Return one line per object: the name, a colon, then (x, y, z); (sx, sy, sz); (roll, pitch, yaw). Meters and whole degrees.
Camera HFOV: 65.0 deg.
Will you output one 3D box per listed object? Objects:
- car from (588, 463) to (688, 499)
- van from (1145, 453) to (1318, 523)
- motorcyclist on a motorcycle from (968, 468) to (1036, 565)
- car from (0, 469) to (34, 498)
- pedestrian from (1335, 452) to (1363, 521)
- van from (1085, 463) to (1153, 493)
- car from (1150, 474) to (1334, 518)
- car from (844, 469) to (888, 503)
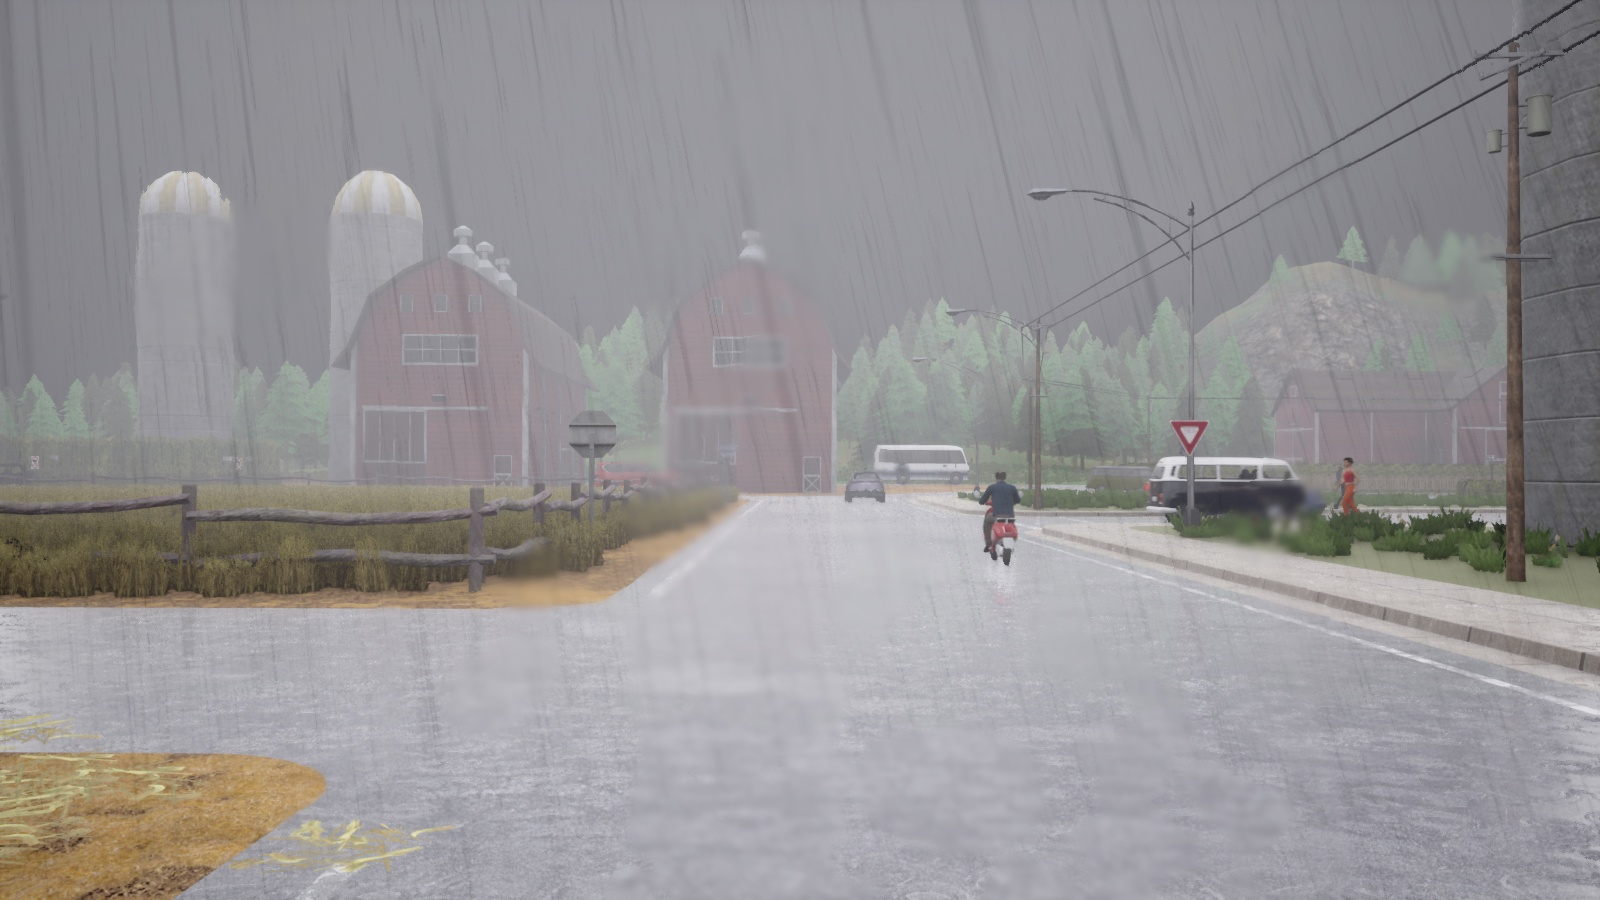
car: (-9.502, 1.809, 73.865); (5.566, 2.045, 2.150); (0, -1, 0)
van: (12.937, 1.121, 37.872); (4.480, 2.038, 2.069); (0, -1, 0)
motorcyclist on a motorcycle: (3.441, 1.115, 21.539); (0.866, 1.590, 1.817); (0, -1, 0)
car: (-52.550, 2.197, 82.198); (3.866, 1.878, 1.905); (0, -1, -23)
pedestrian: (14.747, 0.976, 33.717); (0.594, 1.836, 0.345); (0, -1, 8)
van: (21.885, 1.898, 86.033); (4.442, 1.987, 1.775); (1, 0, 16)
car: (14.495, 1.497, 41.386); (5.357, 1.411, 2.033); (0, -1, -1)
car: (3.339, 1.808, 64.289); (2.033, 1.649, 4.856); (0, -1, 1)
